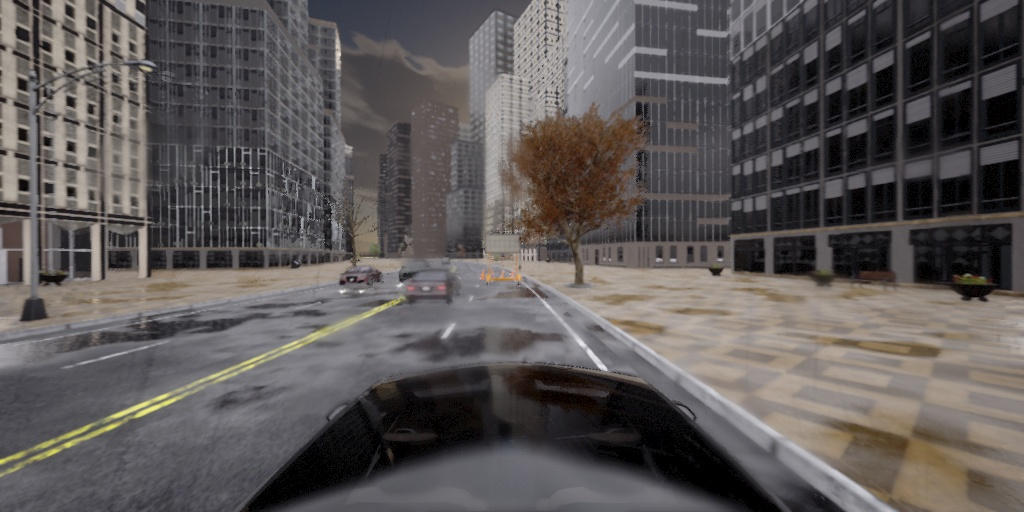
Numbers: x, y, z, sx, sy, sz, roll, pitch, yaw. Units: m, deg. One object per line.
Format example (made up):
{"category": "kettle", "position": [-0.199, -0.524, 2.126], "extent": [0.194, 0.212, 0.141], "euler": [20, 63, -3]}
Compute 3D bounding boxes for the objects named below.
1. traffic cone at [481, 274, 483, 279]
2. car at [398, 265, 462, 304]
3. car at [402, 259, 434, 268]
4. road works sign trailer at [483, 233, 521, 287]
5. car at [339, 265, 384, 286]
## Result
{"category": "traffic cone", "position": [-2.510, 1.712, 31.191], "extent": [0.340, 0.580, 0.340], "euler": [0, 0, -4]}
{"category": "car", "position": [-3.410, 1.314, 16.330], "extent": [2.033, 1.411, 5.357], "euler": [0, 0, -2]}
{"category": "car", "position": [-7.588, 1.134, 28.652], "extent": [2.097, 1.767, 4.553], "euler": [0, 0, -4]}
{"category": "road works sign trailer", "position": [-0.619, 0.216, 24.311], "extent": [2.380, 3.560, 2.880], "euler": [0, 0, -4]}
{"category": "car", "position": [-10.633, 1.363, 25.525], "extent": [1.994, 1.385, 4.181], "euler": [0, 0, -4]}
